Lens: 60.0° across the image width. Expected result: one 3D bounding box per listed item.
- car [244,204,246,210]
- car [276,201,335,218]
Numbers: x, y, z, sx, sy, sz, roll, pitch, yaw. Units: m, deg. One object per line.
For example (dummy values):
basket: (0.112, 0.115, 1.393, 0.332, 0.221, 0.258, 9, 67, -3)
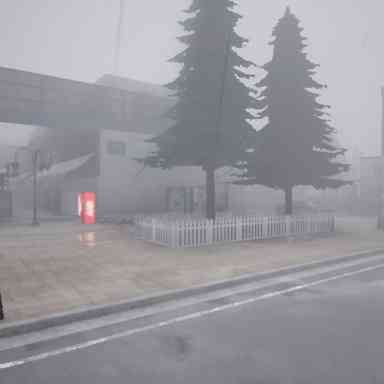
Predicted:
car: (4.145, 1.462, 38.821, 1.882, 1.535, 5.008, 0, 0, -34)
car: (10.056, 1.532, 30.037, 2.033, 1.411, 5.357, 0, 0, -34)
